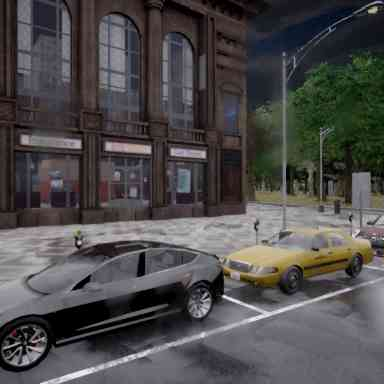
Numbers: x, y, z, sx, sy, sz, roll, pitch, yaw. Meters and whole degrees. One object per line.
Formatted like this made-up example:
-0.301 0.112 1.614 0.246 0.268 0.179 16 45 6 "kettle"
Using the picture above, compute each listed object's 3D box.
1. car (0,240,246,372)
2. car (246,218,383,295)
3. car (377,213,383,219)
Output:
-1.376 1.566 5.668 4.313 1.339 1.947 0 0 -36 "car"
2.911 1.525 8.730 4.829 1.417 1.752 0 0 -36 "car"
7.475 1.441 11.988 4.097 1.590 1.967 0 0 -36 "car"
